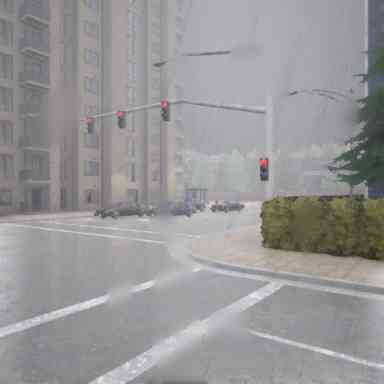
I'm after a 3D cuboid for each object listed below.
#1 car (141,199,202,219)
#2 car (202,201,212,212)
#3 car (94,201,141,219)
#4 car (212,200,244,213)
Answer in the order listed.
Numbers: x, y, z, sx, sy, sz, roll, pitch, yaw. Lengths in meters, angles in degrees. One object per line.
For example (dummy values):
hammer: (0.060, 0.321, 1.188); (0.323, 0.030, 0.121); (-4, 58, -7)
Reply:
car: (-1.677, 1.547, 29.435); (2.033, 1.411, 5.357); (0, 0, 36)
car: (-0.329, 1.492, 37.228); (2.128, 1.511, 4.902); (0, 0, 36)
car: (-6.012, 1.547, 29.424); (2.033, 1.411, 5.357); (0, 0, 36)
car: (3.970, 1.601, 37.183); (1.895, 1.301, 4.718); (0, 0, 36)
